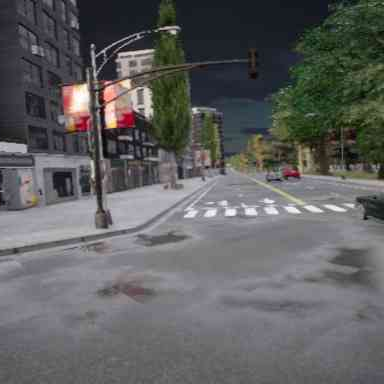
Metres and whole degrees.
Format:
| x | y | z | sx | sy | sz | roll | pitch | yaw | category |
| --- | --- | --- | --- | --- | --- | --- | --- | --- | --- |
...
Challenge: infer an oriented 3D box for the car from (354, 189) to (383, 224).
| x | y | z | sx | sy | sz | roll | pitch | yaw | category |
| --- | --- | --- | --- | --- | --- | --- | --- | --- | --- |
| 6.913 | 0.481 | 10.662 | 1.895 | 1.301 | 4.718 | -3 | 4 | 7 | car |

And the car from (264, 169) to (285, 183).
| x | y | z | sx | sy | sz | roll | pitch | yaw | category |
| --- | --- | --- | --- | --- | --- | --- | --- | --- | --- |
| 11.105 | -2.073 | 46.113 | 2.033 | 1.411 | 5.357 | -3 | 4 | 7 | car |

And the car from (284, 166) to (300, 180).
| x | y | z | sx | sy | sz | roll | pitch | yaw | category |
| --- | --- | --- | --- | --- | --- | --- | --- | --- | --- |
| 14.851 | -2.881 | 50.299 | 2.150 | 2.045 | 5.566 | -3 | 4 | 7 | car |
